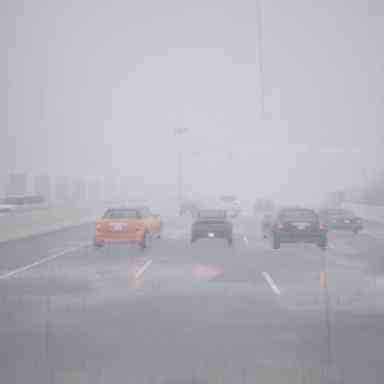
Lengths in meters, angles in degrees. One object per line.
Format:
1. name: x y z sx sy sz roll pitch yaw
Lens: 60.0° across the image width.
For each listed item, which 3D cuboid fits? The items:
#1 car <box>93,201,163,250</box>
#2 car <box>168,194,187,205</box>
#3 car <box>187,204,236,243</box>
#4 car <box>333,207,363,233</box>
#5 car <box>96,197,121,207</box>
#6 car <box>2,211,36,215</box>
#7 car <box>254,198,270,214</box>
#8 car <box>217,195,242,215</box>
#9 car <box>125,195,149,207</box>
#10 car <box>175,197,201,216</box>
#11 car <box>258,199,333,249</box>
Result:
1. car: -2.617 1.368 14.706 2.097 1.767 4.553 0 0 5
2. car: -2.594 1.319 63.042 2.150 2.045 5.566 0 0 20
3. car: 1.024 1.535 16.219 1.837 1.490 4.892 0 0 5
4. car: 8.461 1.608 19.982 2.033 1.411 5.357 0 0 7
5. car: -13.239 1.570 53.248 1.812 1.442 4.674 0 0 16
6. car: -12.394 1.220 23.713 2.150 2.045 5.566 0 0 8
7. car: 7.970 1.439 36.752 2.097 1.767 4.553 0 0 13
8. car: 3.920 1.292 34.800 2.150 2.045 5.566 0 0 12
9. car: -9.067 1.413 54.881 2.097 1.767 4.553 0 0 17
10. car: 0.035 1.560 33.182 1.837 1.490 4.892 0 0 11
11. car: 4.437 1.392 15.039 2.097 1.767 4.553 0 0 5
